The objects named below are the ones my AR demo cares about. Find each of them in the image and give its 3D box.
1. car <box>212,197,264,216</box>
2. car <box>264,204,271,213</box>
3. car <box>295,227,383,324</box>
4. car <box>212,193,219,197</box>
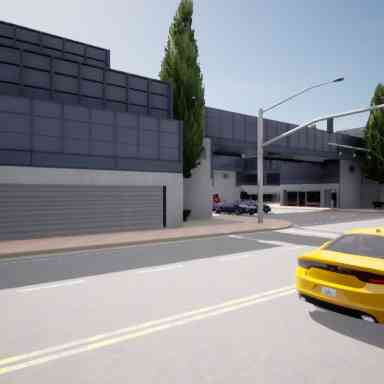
[{"bbox_3d":[4.132,1.547,32.827,2.033,1.411,5.357,0,0,-37],"label":"car"},{"bbox_3d":[6.397,1.564,35.640,1.994,1.385,4.181,0,0,-37],"label":"car"},{"bbox_3d":[4.252,1.478,6.880,5.008,1.535,1.882,0,0,-36],"label":"car"},{"bbox_3d":[1.706,1.221,48.064,2.150,2.045,5.566,0,0,-37],"label":"car"}]
